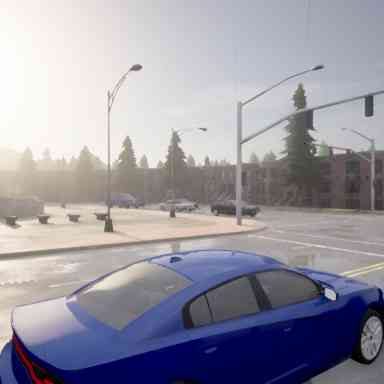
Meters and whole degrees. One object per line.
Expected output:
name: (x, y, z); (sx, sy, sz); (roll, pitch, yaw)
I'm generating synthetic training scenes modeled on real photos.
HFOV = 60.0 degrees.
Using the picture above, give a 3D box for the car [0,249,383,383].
car: (0.495, 1.478, 4.151); (5.008, 1.535, 1.882); (0, 0, -35)

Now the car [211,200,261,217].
car: (3.792, 1.478, 30.596); (1.882, 1.535, 5.008); (0, 0, -36)

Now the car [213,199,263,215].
car: (4.752, 1.547, 35.243); (2.033, 1.411, 5.357); (0, 0, -36)

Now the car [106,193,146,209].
car: (-9.458, 1.221, 45.623); (5.566, 2.045, 2.150); (0, 0, 36)

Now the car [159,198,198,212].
car: (-1.811, 1.601, 38.072); (1.895, 1.301, 4.718); (0, 0, -39)

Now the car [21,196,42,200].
car: (-29.903, 1.505, 60.676); (4.892, 1.490, 1.837); (0, 0, 5)

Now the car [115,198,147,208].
car: (-9.090, 1.601, 49.620); (4.718, 1.301, 1.895); (0, 0, 34)
